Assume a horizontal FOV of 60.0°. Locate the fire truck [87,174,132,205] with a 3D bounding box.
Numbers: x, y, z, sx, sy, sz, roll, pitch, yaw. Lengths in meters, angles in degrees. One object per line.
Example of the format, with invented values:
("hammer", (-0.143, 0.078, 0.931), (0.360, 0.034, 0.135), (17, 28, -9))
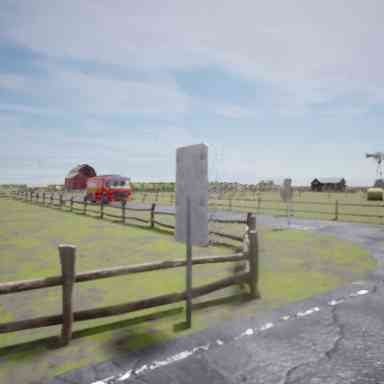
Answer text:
("fire truck", (-10.970, -0.380, 43.398), (2.891, 3.827, 8.468), (0, 1, -36))
